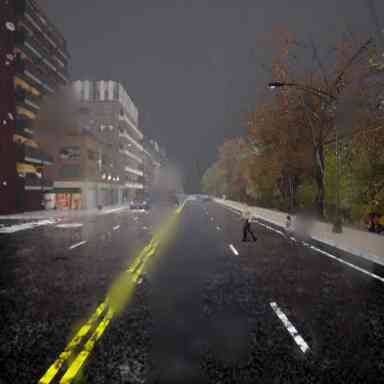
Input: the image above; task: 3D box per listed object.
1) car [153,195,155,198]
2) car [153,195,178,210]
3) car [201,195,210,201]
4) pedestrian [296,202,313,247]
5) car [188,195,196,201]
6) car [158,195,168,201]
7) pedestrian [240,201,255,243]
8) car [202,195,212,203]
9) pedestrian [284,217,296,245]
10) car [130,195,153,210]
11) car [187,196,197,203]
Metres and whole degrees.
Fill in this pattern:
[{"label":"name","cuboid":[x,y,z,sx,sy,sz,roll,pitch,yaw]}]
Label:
[{"label":"car","cuboid":[-6.560,1.347,59.511,2.097,1.767,4.553,0,0,0]},{"label":"car","cuboid":[-3.336,1.484,42.597,2.128,1.511,4.902,0,0,0]},{"label":"car","cuboid":[3.266,1.451,80.211,2.033,1.411,5.357,0,0,0]},{"label":"pedestrian","cuboid":[4.541,1.290,13.466,0.375,1.860,0.375,0,0,0]},{"label":"car","cuboid":[0.016,1.506,80.242,1.895,1.301,4.718,0,0,0]},{"label":"car","cuboid":[-6.485,1.380,74.794,1.895,1.301,4.718,0,0,0]},{"label":"pedestrian","cuboid":[2.450,1.290,14.666,0.375,1.860,0.375,0,0,0]},{"label":"car","cuboid":[3.264,1.585,70.241,1.895,1.301,4.718,0,0,0]},{"label":"pedestrian","cuboid":[4.155,1.570,14.066,0.375,1.300,0.375,0,0,0]},{"label":"car","cuboid":[-6.586,1.345,42.498,2.097,1.767,4.553,0,0,0]},{"label":"car","cuboid":[0.014,1.585,70.242,1.895,1.301,4.718,0,0,0]}]
